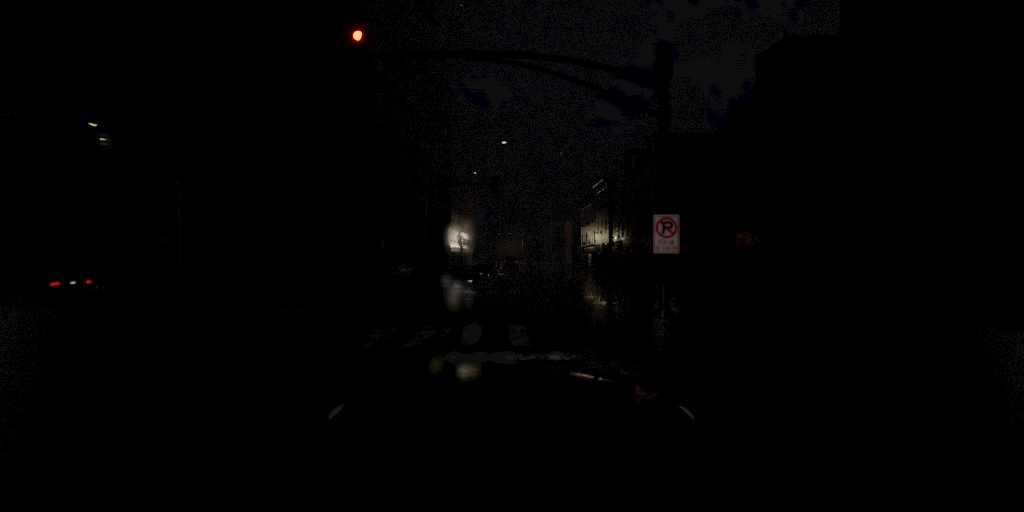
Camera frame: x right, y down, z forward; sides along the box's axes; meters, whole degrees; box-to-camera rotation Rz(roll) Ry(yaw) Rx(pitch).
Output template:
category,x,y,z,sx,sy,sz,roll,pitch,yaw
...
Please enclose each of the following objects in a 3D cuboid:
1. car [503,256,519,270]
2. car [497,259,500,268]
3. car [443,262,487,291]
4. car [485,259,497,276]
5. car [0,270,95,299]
category,x,y,z,sx,sy,sz,roll,pitch,yaw
car,-0.194,0.984,52.552,2.150,2.045,5.566,0,0,0
car,-3.005,1.273,59.300,1.837,1.490,4.892,0,-1,0
car,-2.926,1.299,22.207,2.033,1.411,5.357,0,0,0
car,-2.986,1.302,37.715,2.033,1.411,5.357,0,0,-1
car,-24.562,1.413,18.471,5.357,1.411,2.033,0,0,9
